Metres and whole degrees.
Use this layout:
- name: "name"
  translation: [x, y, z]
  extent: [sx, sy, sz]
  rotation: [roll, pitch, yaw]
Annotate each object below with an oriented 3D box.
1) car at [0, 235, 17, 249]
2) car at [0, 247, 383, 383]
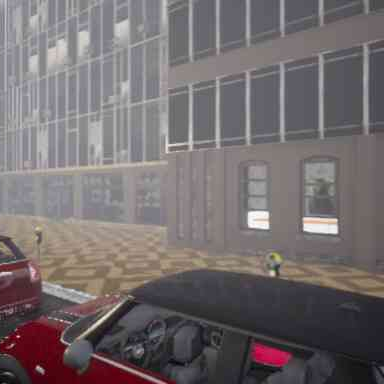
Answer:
- name: "car"
  translation: [-4.644, 1.424, 6.195]
  extent: [4.097, 1.590, 1.967]
  rotation: [0, 0, 36]
- name: "car"
  translation: [-0.012, 1.437, 2.887]
  extent: [4.097, 1.590, 1.967]
  rotation: [0, 0, 36]
